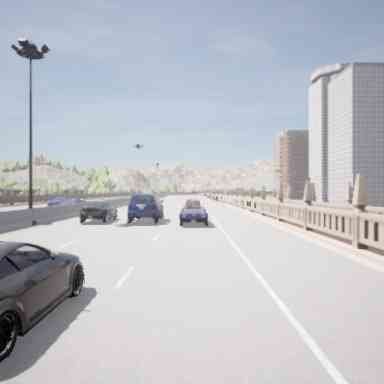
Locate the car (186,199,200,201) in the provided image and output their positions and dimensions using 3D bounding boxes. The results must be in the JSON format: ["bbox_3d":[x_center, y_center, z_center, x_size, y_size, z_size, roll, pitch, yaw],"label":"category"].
[{"bbox_3d":[0.122,1.470,40.362,1.994,1.385,4.181,0,0,0],"label":"car"}]

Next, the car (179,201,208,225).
[{"bbox_3d":[0.113,1.533,23.114,1.895,1.301,4.718,0,0,0],"label":"car"}]

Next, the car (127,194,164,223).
[{"bbox_3d":[-3.386,1.150,24.922,2.150,2.045,5.566,0,0,0],"label":"car"}]

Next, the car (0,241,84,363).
[{"bbox_3d":[-3.395,1.543,5.787,1.994,1.385,4.181,0,0,0],"label":"car"}]

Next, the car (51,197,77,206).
[{"bbox_3d":[-14.012,1.457,38.912,2.033,1.411,5.357,0,0,1],"label":"car"}]

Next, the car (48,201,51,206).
[{"bbox_3d":[-17.505,1.380,44.535,1.882,1.535,5.008,0,0,0],"label":"car"}]

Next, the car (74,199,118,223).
[{"bbox_3d":[-6.886,1.434,24.876,1.837,1.490,4.892,0,0,0],"label":"car"}]
